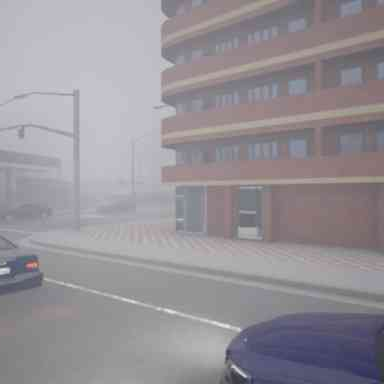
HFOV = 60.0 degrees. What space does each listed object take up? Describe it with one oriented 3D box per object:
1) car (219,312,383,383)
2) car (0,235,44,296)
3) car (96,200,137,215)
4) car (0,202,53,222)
[{"bbox_3d":[2.413,1.532,2.268,4.674,1.442,1.812,0,0,35],"label":"car"},{"bbox_3d":[-5.654,1.591,7.958,5.357,1.411,2.033,0,0,38],"label":"car"},{"bbox_3d":[-8.213,1.663,36.463,1.837,1.490,4.892,0,0,34],"label":"car"},{"bbox_3d":[-14.148,1.641,27.772,1.837,1.490,4.892,0,0,34],"label":"car"}]
